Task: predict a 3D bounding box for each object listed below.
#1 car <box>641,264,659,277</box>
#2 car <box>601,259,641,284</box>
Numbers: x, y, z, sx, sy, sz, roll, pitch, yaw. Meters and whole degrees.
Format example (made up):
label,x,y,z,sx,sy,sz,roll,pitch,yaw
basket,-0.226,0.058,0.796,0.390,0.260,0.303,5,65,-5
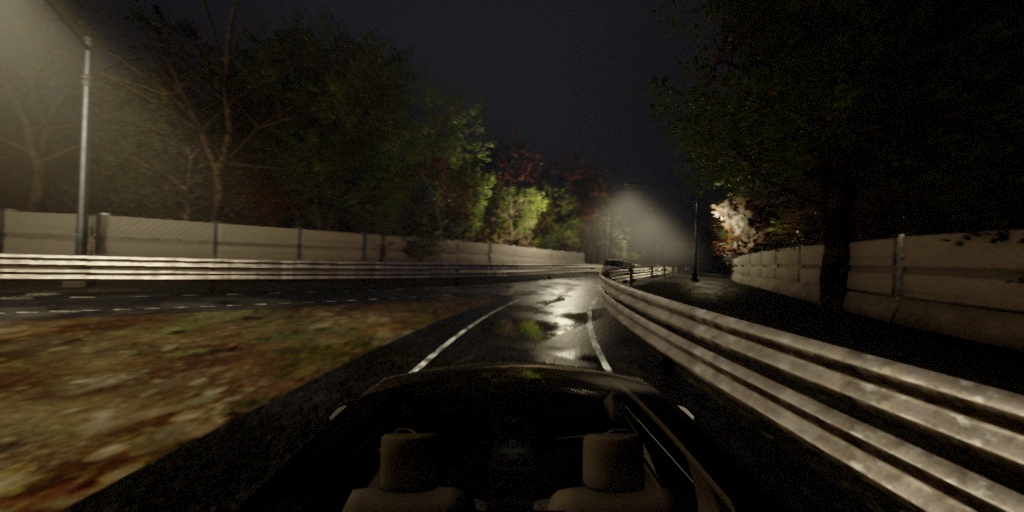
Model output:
label,x,y,z,sx,sy,sz,roll,pitch,yaw
car,17.752,1.939,46.285,2.033,1.411,5.357,2,0,30
car,9.667,1.315,32.225,2.150,2.045,5.566,2,1,30
